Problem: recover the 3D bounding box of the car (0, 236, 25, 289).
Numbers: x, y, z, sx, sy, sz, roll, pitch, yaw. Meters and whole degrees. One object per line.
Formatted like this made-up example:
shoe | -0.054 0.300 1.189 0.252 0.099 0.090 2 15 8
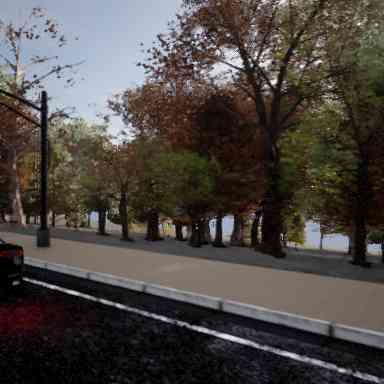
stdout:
car | -6.002 1.498 7.969 5.008 1.535 1.882 0 0 36
